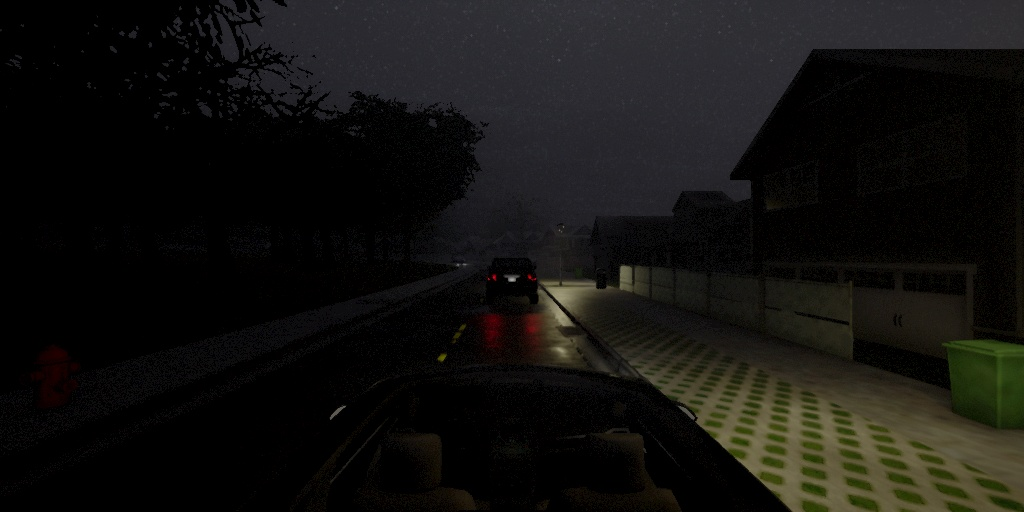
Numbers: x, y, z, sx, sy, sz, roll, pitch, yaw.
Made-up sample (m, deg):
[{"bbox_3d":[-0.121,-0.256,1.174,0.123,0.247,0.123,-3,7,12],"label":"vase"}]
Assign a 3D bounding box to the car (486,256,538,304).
[{"bbox_3d":[0.000,1.005,16.519,2.150,2.045,5.566,0,0,0],"label":"car"}]
